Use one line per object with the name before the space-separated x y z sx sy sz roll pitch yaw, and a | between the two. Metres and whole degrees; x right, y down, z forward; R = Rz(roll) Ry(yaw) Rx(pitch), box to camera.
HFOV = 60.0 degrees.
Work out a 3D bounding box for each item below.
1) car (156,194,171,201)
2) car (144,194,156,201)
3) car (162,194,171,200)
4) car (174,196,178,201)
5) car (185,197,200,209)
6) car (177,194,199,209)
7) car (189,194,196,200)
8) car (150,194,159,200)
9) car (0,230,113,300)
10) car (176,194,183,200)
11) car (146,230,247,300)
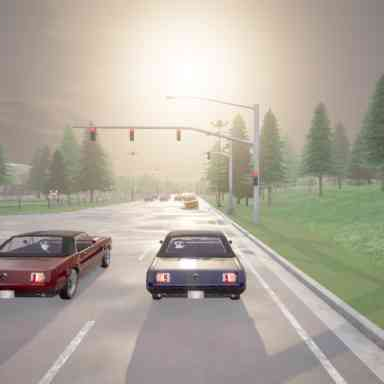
car | -6.844 1.531 80.638 2.033 1.411 5.357 0 0 0
car | -10.344 1.531 80.644 2.033 1.411 5.357 0 0 0
car | -6.824 1.372 91.058 2.033 1.411 5.357 0 0 0
car | -3.343 1.545 81.047 1.994 1.385 4.181 0 0 0
car | 0.096 1.591 50.001 2.033 1.411 5.357 0 2 0
car | -0.362 1.055 46.619 1.882 1.535 5.008 -11 17 -8
car | 0.176 1.372 91.044 2.033 1.411 5.357 0 0 0
car | -10.324 1.332 91.064 1.837 1.490 4.892 0 0 0
car | -3.405 1.601 8.360 1.895 1.301 4.718 0 0 0
car | -3.324 1.357 91.051 1.812 1.442 4.674 0 0 0
car | 0.095 1.601 8.336 1.895 1.301 4.718 0 0 0
